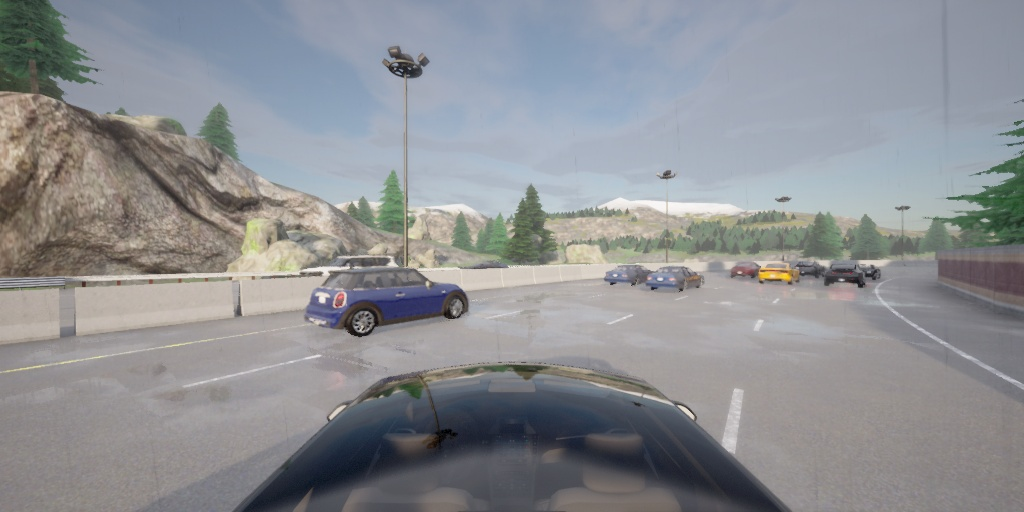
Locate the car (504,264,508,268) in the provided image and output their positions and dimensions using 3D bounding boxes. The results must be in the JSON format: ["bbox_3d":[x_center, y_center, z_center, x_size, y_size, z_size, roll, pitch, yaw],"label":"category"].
[{"bbox_3d":[-2.867,1.297,43.805,5.357,1.411,2.033,0,0,-45],"label":"car"}]

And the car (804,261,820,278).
[{"bbox_3d":[27.621,1.241,33.254,4.902,1.511,2.128,0,0,-39],"label":"car"}]

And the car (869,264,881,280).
[{"bbox_3d":[30.379,1.351,31.004,4.718,1.301,1.895,0,0,-39],"label":"car"}]

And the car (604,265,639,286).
[{"bbox_3d":[8.419,1.297,25.045,2.033,1.411,5.357,0,0,44],"label":"car"}]

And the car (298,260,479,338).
[{"bbox_3d":[-3.413,1.104,10.617,2.097,1.767,4.553,0,0,39],"label":"car"}]

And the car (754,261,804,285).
[{"bbox_3d":[19.697,1.228,26.361,5.008,1.535,1.882,0,0,-44],"label":"car"}]

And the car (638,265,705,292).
[{"bbox_3d":[9.785,1.298,21.356,2.033,1.411,5.357,0,0,43],"label":"car"}]

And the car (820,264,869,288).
[{"bbox_3d":[22.454,1.255,24.155,4.892,1.490,1.837,0,0,-43],"label":"car"}]

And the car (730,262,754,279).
[{"bbox_3d":[21.612,1.276,32.807,4.674,1.442,1.812,0,0,-41],"label":"car"}]

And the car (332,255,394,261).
[{"bbox_3d":[-9.234,0.971,20.689,2.150,2.045,5.566,0,0,38],"label":"car"}]

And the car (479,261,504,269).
[{"bbox_3d":[-3.474,1.351,38.177,1.895,1.301,4.718,0,0,44],"label":"car"}]
